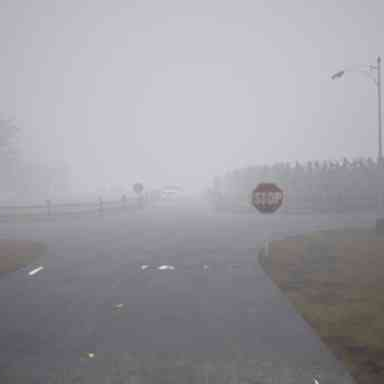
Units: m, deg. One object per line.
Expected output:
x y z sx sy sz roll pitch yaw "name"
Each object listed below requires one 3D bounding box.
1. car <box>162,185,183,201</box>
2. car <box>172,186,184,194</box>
-2.762 0.041 44.913 2.150 2.045 5.566 0 2 1 "car"
-2.677 -0.467 64.210 2.033 1.411 5.357 0 3 0 "car"
